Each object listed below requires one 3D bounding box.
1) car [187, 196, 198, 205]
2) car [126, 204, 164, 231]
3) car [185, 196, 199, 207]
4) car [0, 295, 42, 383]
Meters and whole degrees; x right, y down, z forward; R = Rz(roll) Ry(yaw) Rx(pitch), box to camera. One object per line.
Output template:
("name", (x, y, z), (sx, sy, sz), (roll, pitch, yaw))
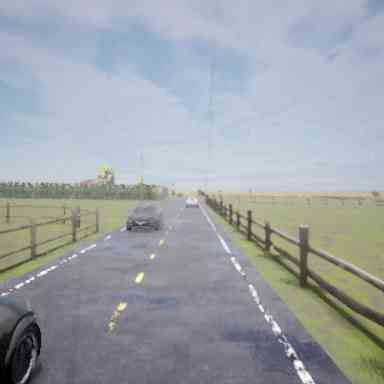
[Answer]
("car", (0.026, 1.474, 60.280), (1.882, 1.535, 5.008), (0, 0, 0))
("car", (-2.794, 1.503, 20.592), (1.837, 1.490, 4.892), (0, 0, 0))
("car", (0.025, 1.521, 50.023), (1.812, 1.442, 4.674), (0, 0, 0))
("car", (-2.834, 1.564, 2.387), (1.994, 1.385, 4.181), (0, 0, 0))
